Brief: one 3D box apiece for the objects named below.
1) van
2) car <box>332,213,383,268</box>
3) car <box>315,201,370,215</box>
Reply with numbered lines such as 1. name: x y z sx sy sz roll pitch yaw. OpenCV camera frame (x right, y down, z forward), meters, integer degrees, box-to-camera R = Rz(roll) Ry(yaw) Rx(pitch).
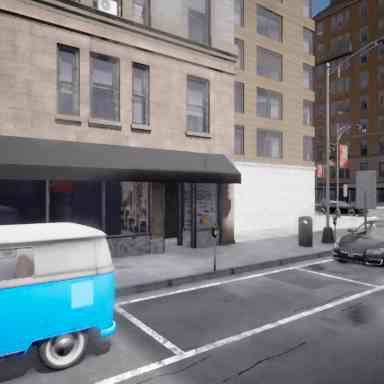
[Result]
1. van: -2.957 1.341 4.081 3.998 1.788 1.690 0 0 -35
2. car: 6.262 1.550 10.655 4.403 1.369 2.008 0 0 -35
3. car: 13.798 1.522 30.922 1.895 1.301 4.718 0 0 -35
